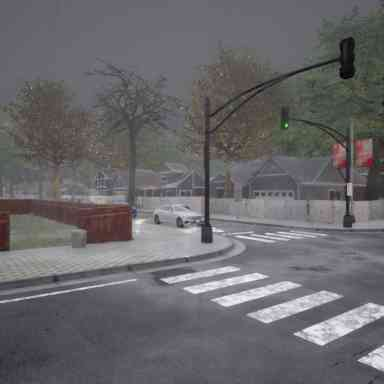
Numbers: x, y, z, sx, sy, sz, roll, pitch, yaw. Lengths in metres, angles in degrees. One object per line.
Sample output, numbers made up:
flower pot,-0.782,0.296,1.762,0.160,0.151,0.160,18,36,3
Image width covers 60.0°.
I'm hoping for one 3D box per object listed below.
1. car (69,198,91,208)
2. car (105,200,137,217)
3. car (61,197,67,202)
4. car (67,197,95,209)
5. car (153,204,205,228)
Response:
car,-16.699,1.654,49.611,1.994,1.385,4.181,0,0,-35
car,-6.828,1.513,30.824,1.882,1.535,5.008,0,0,-36
car,-22.359,1.600,57.419,2.128,1.511,4.902,0,0,-36
car,-12.816,1.530,39.205,1.882,1.535,5.008,0,0,-35
car,-0.990,1.547,22.655,1.812,1.442,4.674,0,0,-36
